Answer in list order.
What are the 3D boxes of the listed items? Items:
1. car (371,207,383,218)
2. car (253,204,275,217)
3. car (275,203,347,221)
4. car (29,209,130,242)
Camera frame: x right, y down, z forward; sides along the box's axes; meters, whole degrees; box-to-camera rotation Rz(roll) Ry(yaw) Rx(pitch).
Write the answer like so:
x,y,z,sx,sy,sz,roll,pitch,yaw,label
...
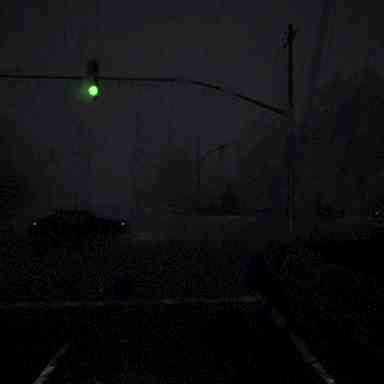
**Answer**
x,y,z,sx,sy,sz,roll,pitch,yaw,label
20.451,2.008,33.773,4.181,1.385,1.994,2,0,-14,car
8.107,1.645,30.719,4.718,1.301,1.895,1,0,-13,car
10.045,1.628,27.560,5.357,1.411,2.033,1,0,-10,car
-5.464,1.555,16.422,4.674,1.442,1.812,0,0,-14,car
